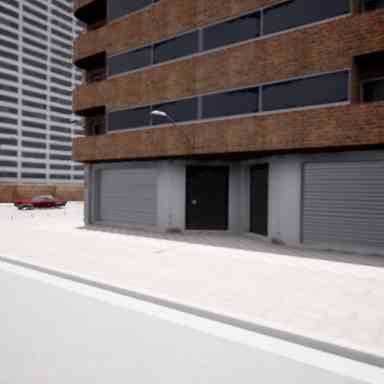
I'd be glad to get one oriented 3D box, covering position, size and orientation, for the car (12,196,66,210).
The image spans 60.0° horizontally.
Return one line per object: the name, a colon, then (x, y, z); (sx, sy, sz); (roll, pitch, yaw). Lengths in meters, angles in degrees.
car: (-15.007, 1.056, 32.865); (1.895, 1.301, 4.718); (1, 1, 35)
